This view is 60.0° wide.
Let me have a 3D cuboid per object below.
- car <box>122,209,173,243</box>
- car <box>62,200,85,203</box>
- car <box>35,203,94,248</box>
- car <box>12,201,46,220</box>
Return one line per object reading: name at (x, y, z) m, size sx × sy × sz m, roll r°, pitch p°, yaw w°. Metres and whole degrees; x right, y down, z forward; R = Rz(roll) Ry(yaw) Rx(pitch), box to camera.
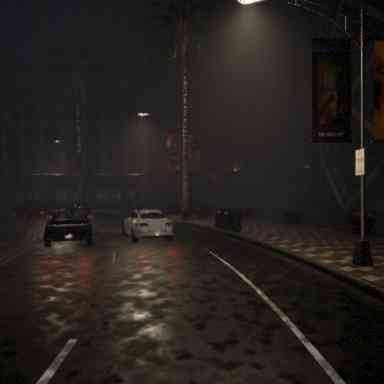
car at (-2.208, 1.533, 16.155) m, size 1.812 × 1.442 × 4.674 m, roll 0°, pitch 0°, yaw -19°
car at (-11.153, 1.495, 30.766) m, size 2.128 × 1.511 × 4.902 m, roll 0°, pitch 0°, yaw -44°
car at (-5.515, 1.495, 15.009) m, size 2.128 × 1.511 × 4.902 m, roll 0°, pitch 0°, yaw -19°
car at (-13.678, 1.485, 28.342) m, size 1.882 × 1.535 × 5.008 m, roll 0°, pitch 0°, yaw -44°
